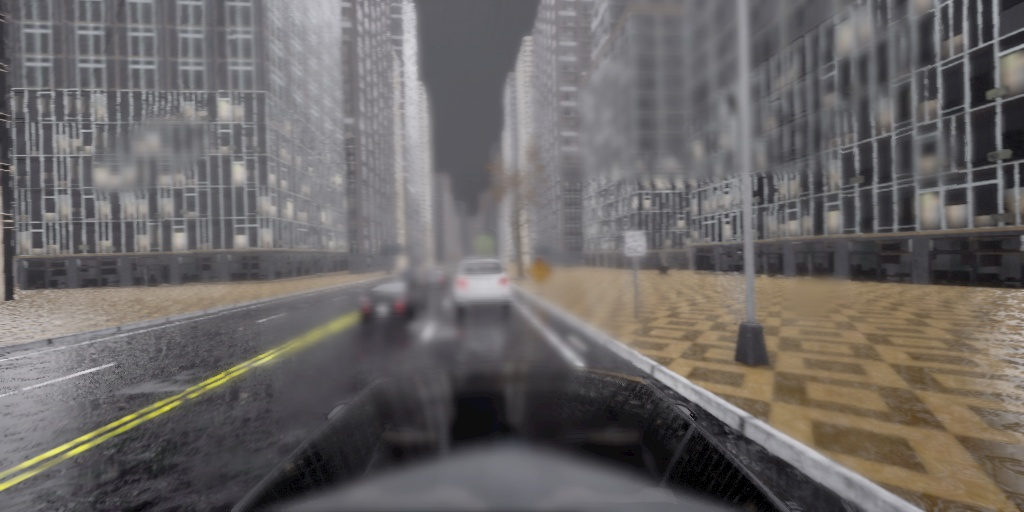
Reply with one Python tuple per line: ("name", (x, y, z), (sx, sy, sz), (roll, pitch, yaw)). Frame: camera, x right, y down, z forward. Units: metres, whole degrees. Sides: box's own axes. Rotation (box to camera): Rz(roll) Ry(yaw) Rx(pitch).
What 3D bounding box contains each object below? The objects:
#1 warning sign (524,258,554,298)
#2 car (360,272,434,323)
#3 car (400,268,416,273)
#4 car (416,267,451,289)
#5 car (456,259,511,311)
("warning sign", (1.389, 1.017, 17.294), (1.300, 1.860, 1.060), (0, 0, -6))
("car", (-4.327, 1.559, 13.663), (1.812, 1.442, 4.674), (-2, -1, -6))
("car", (-15.068, 2.400, 52.499), (2.033, 1.411, 5.357), (-2, -1, -6))
("car", (-5.841, 1.807, 28.017), (2.033, 1.411, 5.357), (-2, -1, -5))
("car", (-1.300, 1.192, 16.004), (2.150, 2.045, 5.566), (-2, 0, -6))
